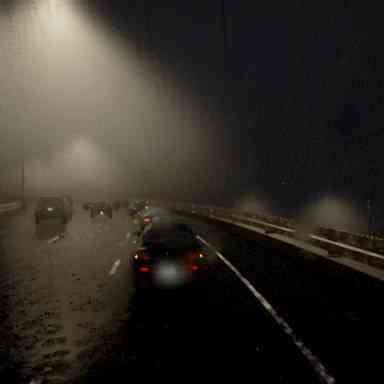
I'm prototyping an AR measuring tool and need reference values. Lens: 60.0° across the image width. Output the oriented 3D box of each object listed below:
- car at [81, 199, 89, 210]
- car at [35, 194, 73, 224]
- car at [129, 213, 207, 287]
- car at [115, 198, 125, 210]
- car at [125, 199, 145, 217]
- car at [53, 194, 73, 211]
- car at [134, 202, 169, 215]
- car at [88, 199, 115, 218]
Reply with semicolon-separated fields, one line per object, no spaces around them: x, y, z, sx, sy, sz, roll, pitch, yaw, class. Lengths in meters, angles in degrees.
-13.340;1.660;43.803;1.994;1.385;4.181;0;0;-24;car
-10.547;1.284;25.666;2.150;2.045;5.566;0;0;-15;car
-0.683;1.544;9.348;1.812;1.442;4.674;0;0;-5;car
-9.583;1.599;43.999;1.837;1.490;4.892;0;0;-24;car
-5.068;1.590;31.843;1.812;1.442;4.674;0;0;-16;car
-16.480;1.315;42.410;2.150;2.045;5.566;0;-1;-24;car
-2.357;1.589;20.846;2.033;1.411;5.357;0;0;-11;car
-8.544;1.573;31.295;1.837;1.490;4.892;0;0;-17;car
